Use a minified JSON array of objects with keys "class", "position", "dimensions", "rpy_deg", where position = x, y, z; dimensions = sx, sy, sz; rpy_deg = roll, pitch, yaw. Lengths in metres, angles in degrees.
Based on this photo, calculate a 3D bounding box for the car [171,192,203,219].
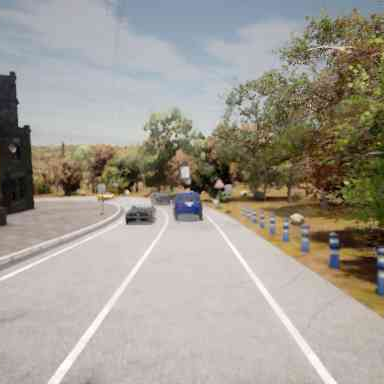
[{"class":"car","position":[-0.443,1.000,27.010],"dimensions":[2.150,2.045,5.566],"rpy_deg":[-1,1,-5]}]

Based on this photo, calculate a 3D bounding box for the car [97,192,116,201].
[{"class":"car","position":[-14.620,0.728,56.826],"dimensions":[1.882,1.535,5.008],"rpy_deg":[-5,3,-34]}]

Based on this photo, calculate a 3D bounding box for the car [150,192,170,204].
[{"class":"car","position":[-4.242,0.812,43.823],"dimensions":[1.837,1.490,4.892],"rpy_deg":[-2,2,-19]}]

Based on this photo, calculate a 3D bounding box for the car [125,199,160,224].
[{"class":"car","position":[-3.584,1.485,23.729],"dimensions":[1.895,1.301,4.718],"rpy_deg":[0,1,-3]}]
